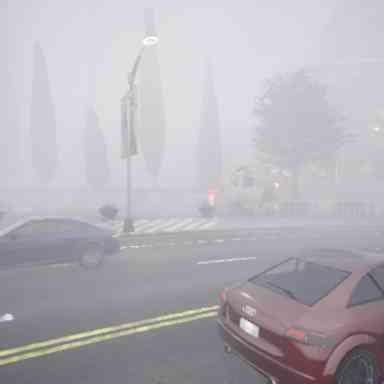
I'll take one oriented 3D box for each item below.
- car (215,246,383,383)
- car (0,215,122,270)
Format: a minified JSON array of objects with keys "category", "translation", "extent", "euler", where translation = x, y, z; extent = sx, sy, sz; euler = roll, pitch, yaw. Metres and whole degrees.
[{"category":"car","translation":[2.428,1.514,4.739],"extent":[4.181,1.385,1.994],"euler":[0,1,-28]},{"category":"car","translation":[-4.299,1.383,9.177],"extent":[4.674,1.442,1.812],"euler":[0,1,-31]}]
